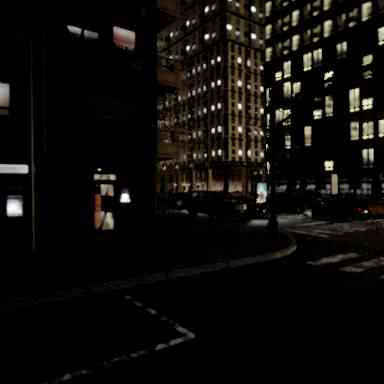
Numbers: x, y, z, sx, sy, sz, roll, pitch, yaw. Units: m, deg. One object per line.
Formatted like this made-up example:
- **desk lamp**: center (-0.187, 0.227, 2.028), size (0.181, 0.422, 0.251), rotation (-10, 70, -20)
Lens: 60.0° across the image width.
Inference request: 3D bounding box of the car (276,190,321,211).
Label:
- **car**: center (8.321, 0.749, 27.239), size (2.192, 1.841, 5.009), rotation (1, 1, -36)

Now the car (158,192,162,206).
- **car**: center (-4.948, 0.895, 31.239), size (1.802, 1.307, 4.206), rotation (1, 1, -36)

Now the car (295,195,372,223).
- **car**: center (9.242, 1.119, 21.542), size (1.994, 1.385, 4.181), rotation (-1, 1, -36)

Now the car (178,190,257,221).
- **car**: center (1.579, 0.834, 22.264), size (2.192, 1.841, 5.009), rotation (1, 1, -36)

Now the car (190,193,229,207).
- **car**: center (1.794, 0.794, 36.215), size (1.947, 1.339, 4.313), rotation (1, 1, -36)

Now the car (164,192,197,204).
- **car**: center (-1.468, 0.691, 40.702), size (1.947, 1.339, 4.313), rotation (1, 1, -36)

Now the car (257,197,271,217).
- **car**: center (3.392, 0.989, 24.146), size (1.837, 1.490, 4.892), rotation (-1, 2, -36)

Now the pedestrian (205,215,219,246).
- **pedestrian**: center (0.756, 1.099, 12.708), size (0.375, 1.860, 0.375), rotation (-1, 1, -35)

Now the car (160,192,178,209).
- **car**: center (-2.610, 0.787, 32.405), size (2.128, 1.511, 4.902), rotation (-1, 1, -36)
